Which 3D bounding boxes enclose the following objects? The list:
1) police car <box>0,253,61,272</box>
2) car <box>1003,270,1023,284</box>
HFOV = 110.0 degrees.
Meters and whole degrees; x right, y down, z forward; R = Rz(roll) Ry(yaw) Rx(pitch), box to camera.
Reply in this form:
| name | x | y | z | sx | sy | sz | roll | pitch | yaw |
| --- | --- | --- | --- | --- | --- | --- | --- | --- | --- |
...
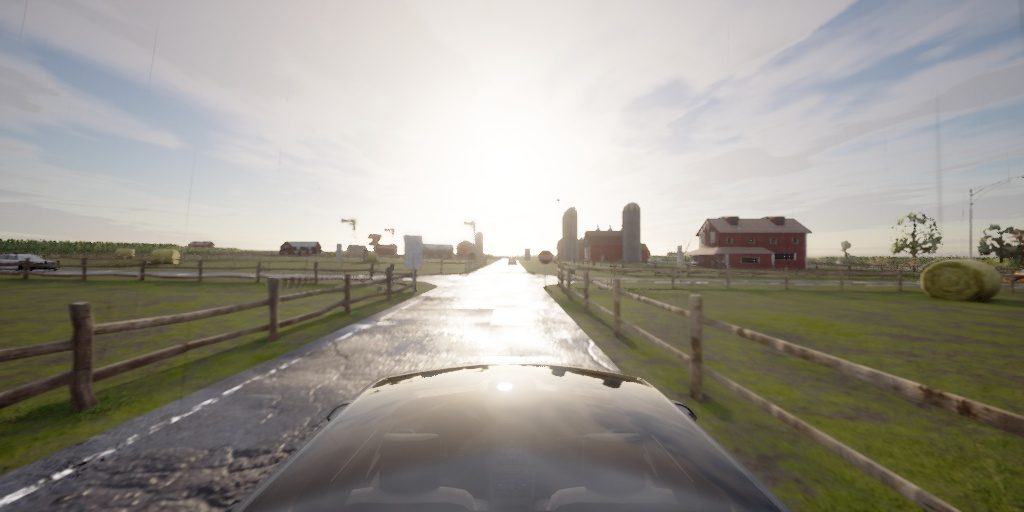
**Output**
| name | x | y | z | sx | sy | sz | roll | pitch | yaw |
| --- | --- | --- | --- | --- | --- | --- | --- | --- | --- |
| police car | -41.713 | 0.527 | 30.643 | 5.238 | 1.638 | 1.930 | 1 | -1 | 0 |
| car | 49.098 | 1.925 | 33.473 | 5.008 | 1.535 | 1.882 | 1 | -1 | 0 |
